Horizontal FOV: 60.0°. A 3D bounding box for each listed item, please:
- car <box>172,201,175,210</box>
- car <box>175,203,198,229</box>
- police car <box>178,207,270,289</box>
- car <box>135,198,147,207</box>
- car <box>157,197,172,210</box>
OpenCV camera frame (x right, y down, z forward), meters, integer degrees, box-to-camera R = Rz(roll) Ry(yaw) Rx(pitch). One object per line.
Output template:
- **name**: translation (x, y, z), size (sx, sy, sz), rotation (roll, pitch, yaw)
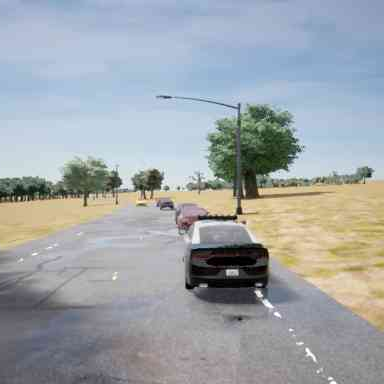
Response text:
- **car**: translation (-0.363, 1.577, 25.325), size (1.837, 1.490, 4.892), rotation (0, 0, -5)
- **car**: translation (0.098, 1.579, 19.308), size (1.812, 1.442, 4.674), rotation (0, 0, -4)
- **police car**: translation (0.695, 1.447, 9.378), size (1.930, 1.638, 5.238), rotation (0, 0, -3)
- **car**: translation (-8.814, 1.836, 57.852), size (1.882, 1.535, 5.008), rotation (0, -1, -9)
- **car**: translation (-3.536, 1.705, 46.160), size (1.837, 1.490, 4.892), rotation (0, -1, -7)
